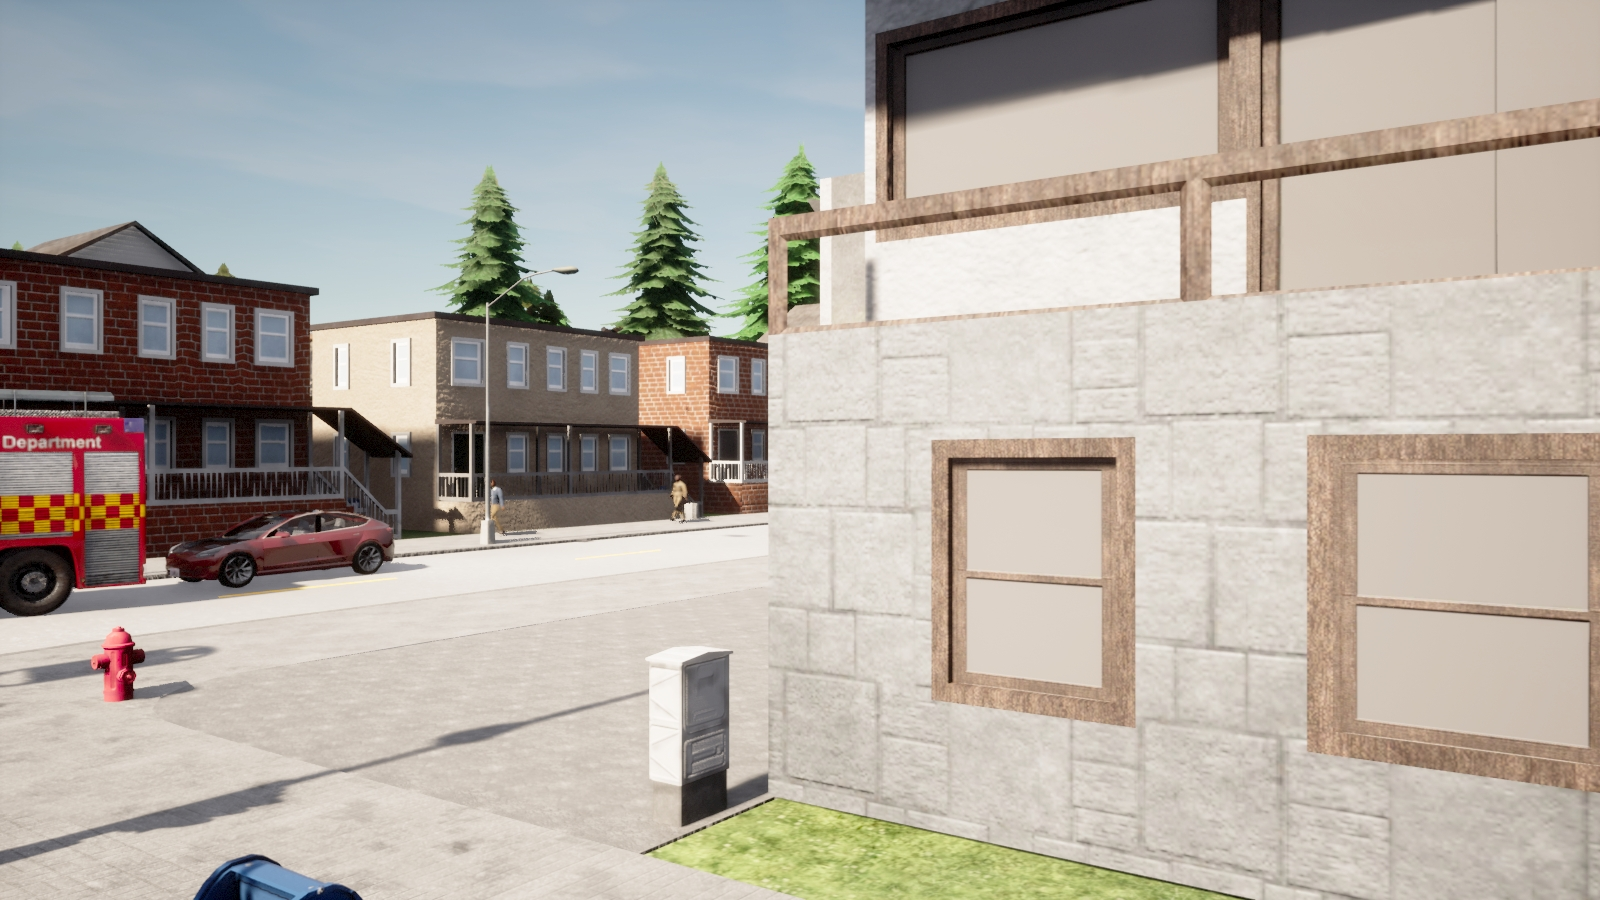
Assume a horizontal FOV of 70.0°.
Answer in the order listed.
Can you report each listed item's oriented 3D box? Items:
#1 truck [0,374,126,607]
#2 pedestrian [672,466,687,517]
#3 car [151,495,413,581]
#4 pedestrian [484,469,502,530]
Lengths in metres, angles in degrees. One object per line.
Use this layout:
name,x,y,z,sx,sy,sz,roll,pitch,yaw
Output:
truck,-15.847,0.670,18.066,8.468,3.827,2.891,0,0,-45
pedestrian,-4.431,1.526,41.980,0.375,1.860,0.375,0,0,32
car,-11.224,1.844,25.089,2.163,1.488,4.792,0,0,35
pedestrian,-9.539,1.526,35.479,0.375,1.860,0.375,0,0,35
